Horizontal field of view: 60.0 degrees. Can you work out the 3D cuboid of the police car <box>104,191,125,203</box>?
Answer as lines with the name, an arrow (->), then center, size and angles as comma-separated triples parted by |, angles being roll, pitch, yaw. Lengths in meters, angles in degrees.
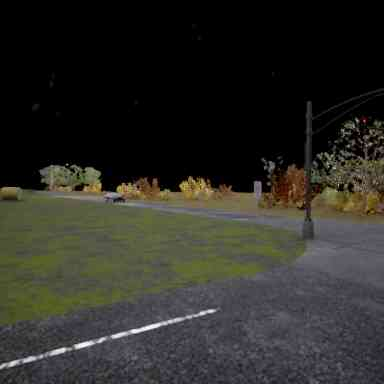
police car -> -11.556, 0.734, 49.798 | 1.930, 1.638, 5.238 | 1, 0, -32
